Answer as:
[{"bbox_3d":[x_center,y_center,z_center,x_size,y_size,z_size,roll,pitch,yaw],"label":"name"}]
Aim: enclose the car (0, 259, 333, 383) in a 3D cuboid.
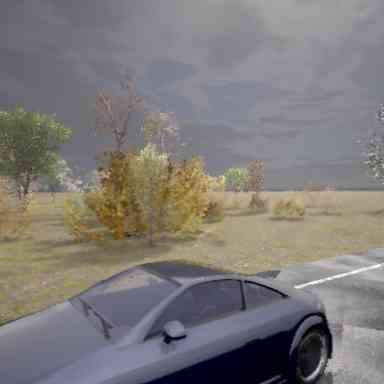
[{"bbox_3d":[-0.312,1.553,3.742,4.181,1.385,1.994,0,0,-35],"label":"car"}]
